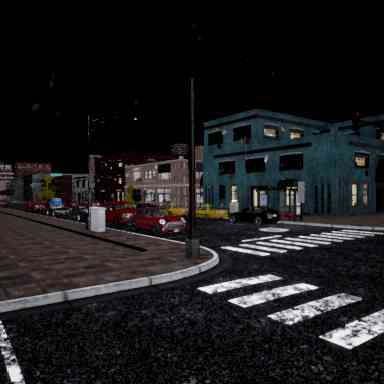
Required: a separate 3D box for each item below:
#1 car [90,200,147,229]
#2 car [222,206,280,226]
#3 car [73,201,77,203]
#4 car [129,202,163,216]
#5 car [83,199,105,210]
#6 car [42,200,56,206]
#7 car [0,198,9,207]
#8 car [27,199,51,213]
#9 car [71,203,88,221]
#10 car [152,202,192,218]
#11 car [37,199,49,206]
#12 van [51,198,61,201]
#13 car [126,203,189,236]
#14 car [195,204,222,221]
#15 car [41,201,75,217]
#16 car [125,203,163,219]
[{"bbox_3d":[-5.438,1.616,24.843,2.192,1.841,5.009,-1,0,-37],"label":"car"},{"bbox_3d":[4.658,1.725,25.246,1.947,1.339,4.313,-1,0,-37],"label":"car"},{"bbox_3d":[-22.266,2.280,61.589,1.802,1.307,4.206,-1,0,-37],"label":"car"},{"bbox_3d":[-5.439,1.912,38.875,2.008,1.369,4.403,-1,0,-37],"label":"car"},{"bbox_3d":[-15.538,2.003,52.503,1.967,1.590,4.097,-1,0,-37],"label":"car"},{"bbox_3d":[-32.362,2.445,75.218,1.887,1.381,4.507,-1,0,-37],"label":"car"},{"bbox_3d":[-42.492,2.358,74.790,2.192,1.841,5.009,-1,0,-37],"label":"car"},{"bbox_3d":[-22.266,1.953,47.558,2.192,1.841,5.009,-1,0,-37],"label":"car"},{"bbox_3d":[-8.798,1.919,29.387,2.008,1.369,4.403,-1,0,-37],"label":"car"},{"bbox_3d":[-2.176,1.821,34.468,1.752,1.417,4.829,-1,0,-37],"label":"car"},{"bbox_3d":[-35.829,2.495,79.898,1.752,1.417,4.829,-1,0,-37],"label":"car"},{"bbox_3d":[-29.002,2.174,70.675,1.690,1.788,3.998,-1,0,-37],"label":"van"},{"bbox_3d":[-2.069,1.674,20.301,1.967,1.590,4.097,-1,0,-37],"label":"car"},{"bbox_3d":[1.190,1.754,29.926,1.752,1.417,4.829,-1,0,-37],"label":"car"},{"bbox_3d":[-15.530,2.054,38.472,2.008,1.369,4.403,-1,0,-37],"label":"car"},{"bbox_3d":[-4.959,1.858,33.891,1.812,1.442,4.674,-1,0,-37],"label":"car"}]
